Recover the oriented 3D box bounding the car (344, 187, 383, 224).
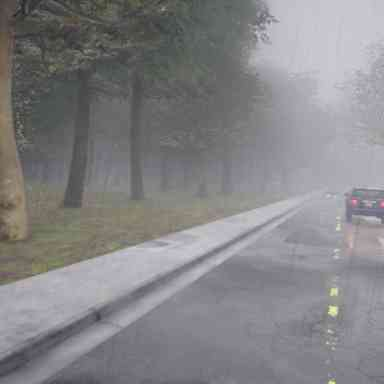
[{"bbox_3d":[10.777,0.714,20.639,2.150,2.045,5.566,3,3,24],"label":"car"}]

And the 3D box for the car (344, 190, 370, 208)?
[{"bbox_3d":[16.732,0.630,33.942,2.128,1.511,4.902,3,3,24],"label":"car"}]

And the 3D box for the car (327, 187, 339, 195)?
[{"bbox_3d":[26.169,-0.176,61.820,2.033,1.411,5.357,3,3,24],"label":"car"}]
